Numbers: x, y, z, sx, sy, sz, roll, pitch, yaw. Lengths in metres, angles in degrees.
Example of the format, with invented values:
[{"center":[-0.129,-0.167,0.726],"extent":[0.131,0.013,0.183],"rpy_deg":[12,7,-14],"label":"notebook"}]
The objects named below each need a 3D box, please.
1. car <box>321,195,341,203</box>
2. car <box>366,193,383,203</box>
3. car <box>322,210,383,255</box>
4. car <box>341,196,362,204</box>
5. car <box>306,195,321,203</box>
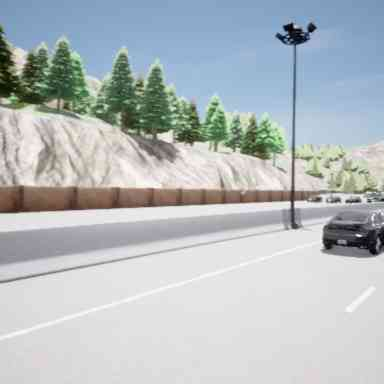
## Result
[{"center":[26.818,1.380,62.909],"extent":[2.128,1.511,4.902],"rpy_deg":[1,1,40],"label":"car"},{"center":[32.588,1.219,58.882],"extent":[2.150,2.045,5.566],"rpy_deg":[1,1,39],"label":"car"},{"center":[6.868,1.492,13.466],"extent":[1.837,1.490,4.892],"rpy_deg":[1,1,41],"label":"car"},{"center":[29.554,1.483,60.675],"extent":[2.033,1.411,5.357],"rpy_deg":[1,1,39],"label":"car"},{"center":[23.905,1.336,64.859],"extent":[2.128,1.511,4.902],"rpy_deg":[1,1,40],"label":"car"}]
